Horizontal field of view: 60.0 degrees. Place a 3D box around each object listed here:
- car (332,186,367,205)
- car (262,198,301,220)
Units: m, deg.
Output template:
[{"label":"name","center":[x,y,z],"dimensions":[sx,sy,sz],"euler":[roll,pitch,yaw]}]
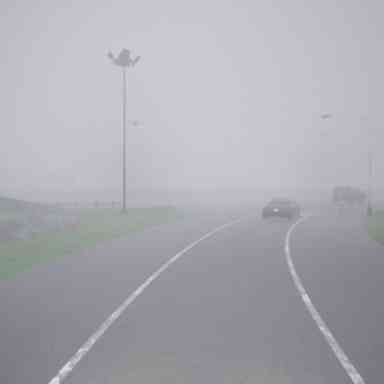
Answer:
[{"label":"car","center":[18.442,0.361,38.868],"dimensions":[5.566,2.045,2.150],"euler":[-1,2,-42]},{"label":"car","center":[6.303,1.087,23.192],"dimensions":[1.994,1.385,4.181],"euler":[1,2,26]}]
